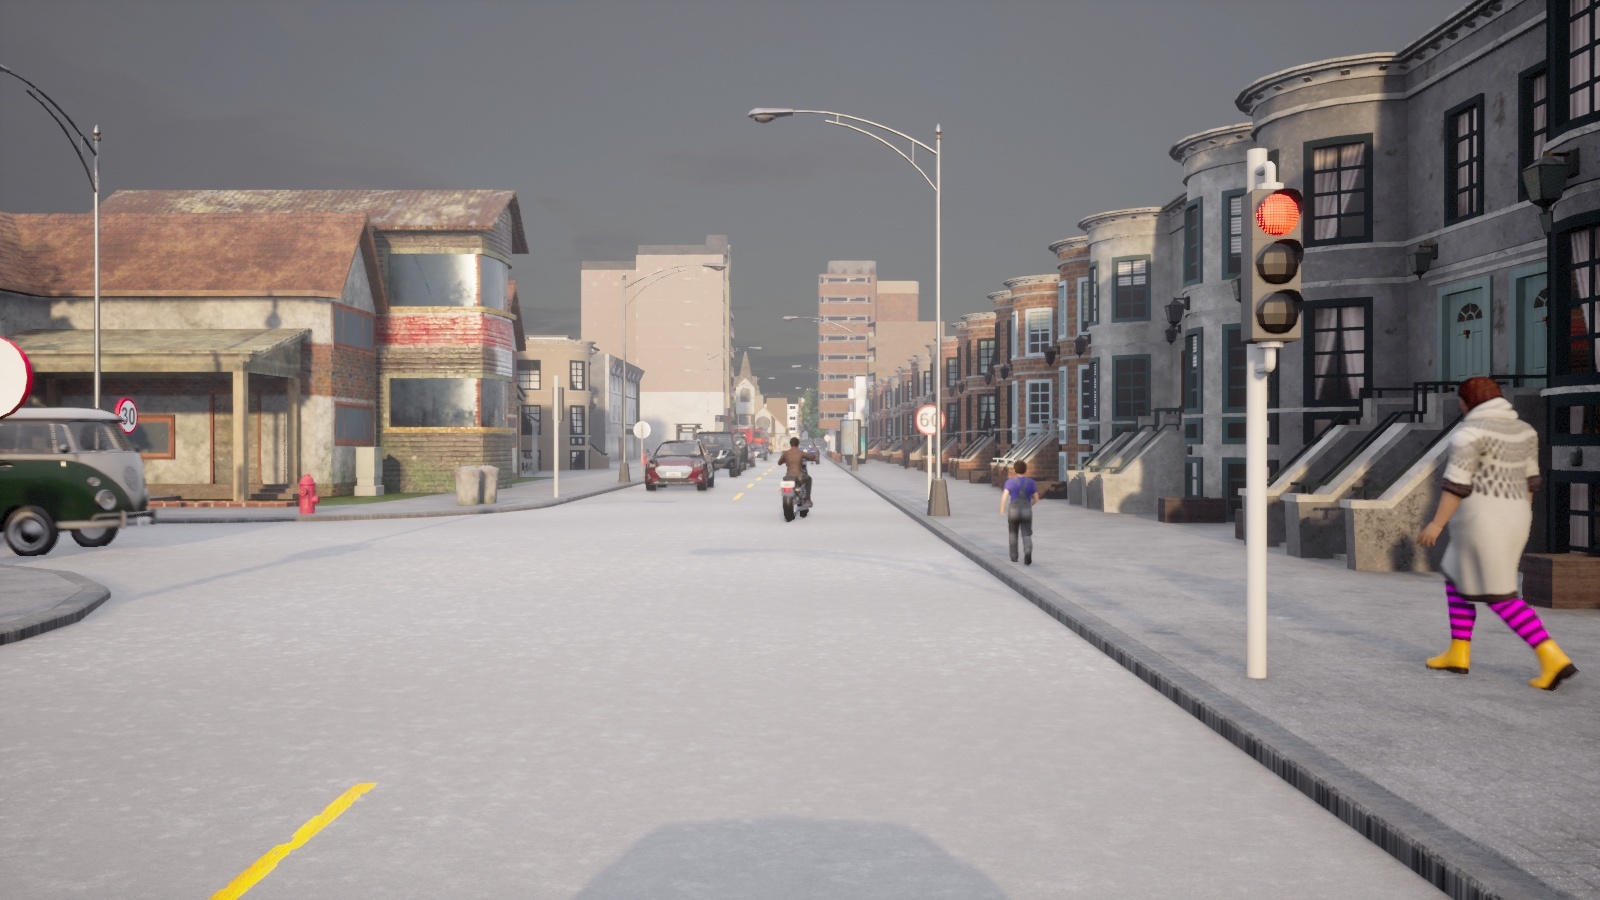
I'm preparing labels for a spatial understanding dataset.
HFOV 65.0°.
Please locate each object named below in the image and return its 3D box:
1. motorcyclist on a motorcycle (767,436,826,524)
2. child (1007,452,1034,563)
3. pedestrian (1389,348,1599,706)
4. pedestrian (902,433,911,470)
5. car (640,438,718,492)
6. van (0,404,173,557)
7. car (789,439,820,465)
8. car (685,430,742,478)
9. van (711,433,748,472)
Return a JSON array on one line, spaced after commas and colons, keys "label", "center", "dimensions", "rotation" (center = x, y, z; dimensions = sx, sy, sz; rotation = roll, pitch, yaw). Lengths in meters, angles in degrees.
[{"label": "motorcyclist on a motorcycle", "center": [-0.038, 0.557, 24.717], "dimensions": [0.766, 1.649, 2.350], "rotation": [-1, 0, 9]}, {"label": "child", "center": [2.542, 0.656, 14.517], "dimensions": [0.270, 1.263, 0.437], "rotation": [0, 0, 5]}, {"label": "pedestrian", "center": [4.067, 0.418, 7.376], "dimensions": [0.659, 1.952, 0.873], "rotation": [0, 0, -29]}, {"label": "pedestrian", "center": [5.609, 0.088, 66.018], "dimensions": [0.423, 1.949, 0.788], "rotation": [0, 0, 2]}, {"label": "car", "center": [-3.853, 0.443, 40.826], "dimensions": [2.033, 1.649, 4.856], "rotation": [0, 0, 0]}, {"label": "van", "center": [-11.293, 0.393, 17.290], "dimensions": [4.442, 1.987, 1.775], "rotation": [0, 0, 0]}, {"label": "car", "center": [0.320, 0.105, 88.633], "dimensions": [2.097, 1.767, 4.553], "rotation": [0, 0, 0]}, {"label": "car", "center": [-3.801, 0.146, 56.014], "dimensions": [2.150, 2.045, 5.566], "rotation": [0, 0, 0]}, {"label": "van", "center": [-3.758, 0.115, 67.576], "dimensions": [1.775, 1.987, 4.442], "rotation": [0, 0, 0]}]
